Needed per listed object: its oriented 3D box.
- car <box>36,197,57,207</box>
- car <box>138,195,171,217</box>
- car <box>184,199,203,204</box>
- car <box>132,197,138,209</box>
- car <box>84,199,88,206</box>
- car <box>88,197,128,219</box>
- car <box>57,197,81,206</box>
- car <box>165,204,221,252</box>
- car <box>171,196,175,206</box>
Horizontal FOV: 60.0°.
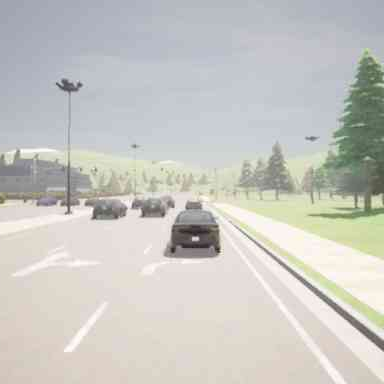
[{"bbox_3d":[-22.063,1.438,50.851,1.812,1.442,4.674,0,0,-1],"label":"car"},{"bbox_3d":[-3.381,1.313,31.002,2.097,1.767,4.553,0,0,1],"label":"car"},{"bbox_3d":[0.175,1.454,36.284,2.128,1.511,4.902,0,0,0],"label":"car"},{"bbox_3d":[-6.912,1.433,45.018,2.128,1.511,4.902,0,0,-1],"label":"car"},{"bbox_3d":[-15.065,1.489,51.048,1.994,1.385,4.181,0,0,-1],"label":"car"},{"bbox_3d":[-6.925,1.310,28.496,2.097,1.767,4.553,0,0,1],"label":"car"},{"bbox_3d":[-18.563,1.483,50.939,1.994,1.385,4.181,0,0,-1],"label":"car"},{"bbox_3d":[0.127,1.464,13.903,1.882,1.535,5.008,0,0,0],"label":"car"},{"bbox_3d":[-3.424,1.299,45.963,2.097,1.767,4.553,0,0,0],"label":"car"}]
